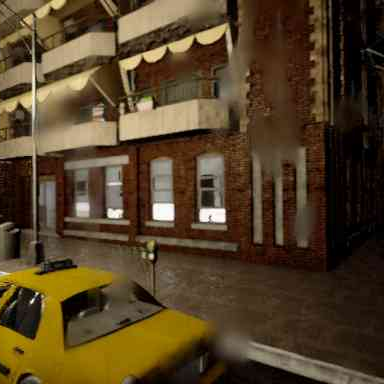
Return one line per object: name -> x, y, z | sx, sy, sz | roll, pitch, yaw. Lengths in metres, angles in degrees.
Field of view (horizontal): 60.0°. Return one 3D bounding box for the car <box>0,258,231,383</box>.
car -> -1.884, 1.535, 4.245 | 4.829, 1.417, 1.752 | 0, -1, 36
